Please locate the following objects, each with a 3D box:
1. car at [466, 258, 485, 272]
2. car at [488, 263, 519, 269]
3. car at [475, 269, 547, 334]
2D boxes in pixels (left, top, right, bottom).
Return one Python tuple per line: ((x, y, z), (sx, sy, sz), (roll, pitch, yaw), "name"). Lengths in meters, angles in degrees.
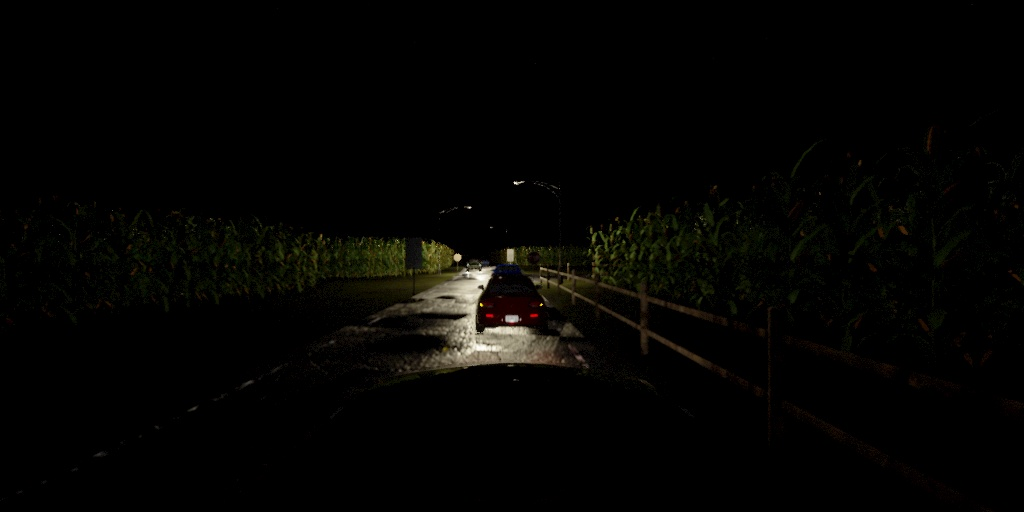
((-5.216, 1.214, 49.411), (2.097, 1.767, 4.553), (0, 0, -6), "car")
((-0.283, 1.267, 22.744), (1.882, 1.535, 5.008), (0, 0, 0), "car")
((-0.050, 1.290, 10.625), (1.812, 1.442, 4.674), (0, 0, -1), "car")
